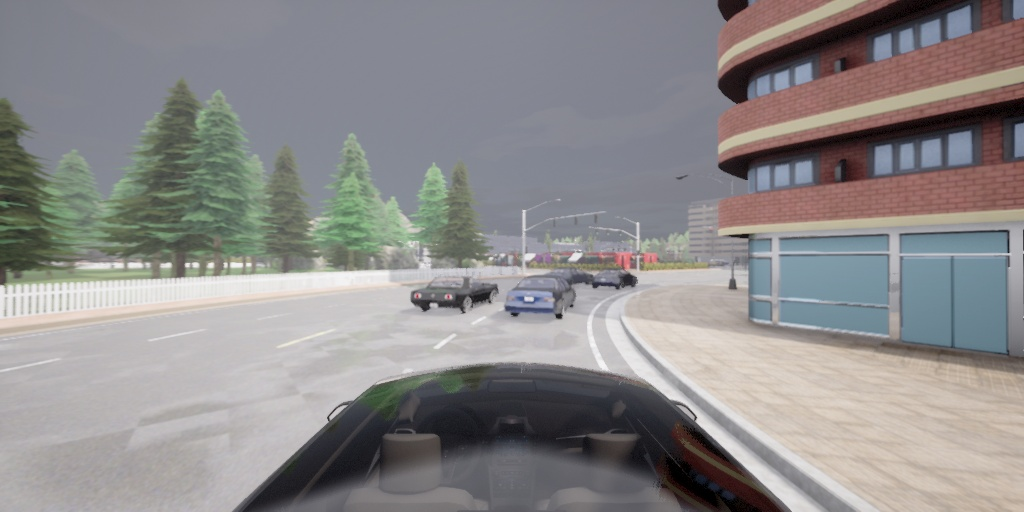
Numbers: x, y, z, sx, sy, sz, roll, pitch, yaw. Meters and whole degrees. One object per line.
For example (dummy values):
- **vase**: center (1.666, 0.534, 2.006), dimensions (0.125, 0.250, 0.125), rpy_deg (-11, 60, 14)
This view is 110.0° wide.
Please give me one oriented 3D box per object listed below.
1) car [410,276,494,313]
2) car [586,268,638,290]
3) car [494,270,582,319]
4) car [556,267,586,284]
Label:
- **car**: center (-2.085, 1.459, 14.632), dimensions (1.895, 1.301, 4.718), rpy_deg (0, -1, 17)
- **car**: center (7.299, 1.560, 25.322), dimensions (1.994, 1.385, 4.181), rpy_deg (0, -1, 38)
- **car**: center (1.238, 1.410, 13.548), dimensions (2.033, 1.411, 5.357), rpy_deg (0, -1, 16)
- **car**: center (4.340, 1.548, 27.244), dimensions (2.033, 1.411, 5.357), rpy_deg (0, -1, 38)
